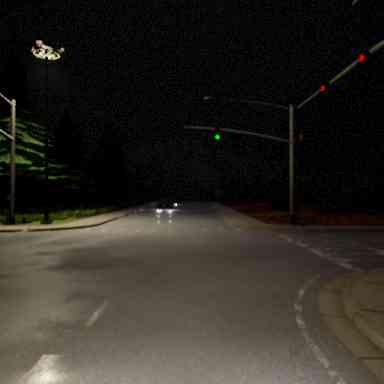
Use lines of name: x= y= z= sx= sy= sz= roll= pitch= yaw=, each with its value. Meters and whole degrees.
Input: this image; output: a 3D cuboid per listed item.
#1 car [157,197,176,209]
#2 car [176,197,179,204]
car: x=-3.575 y=1.508 z=44.824 sx=1.837 sy=1.490 sz=4.892 roll=0 pitch=0 yaw=0
car: x=-3.478 y=1.606 z=63.242 sx=2.033 sy=1.411 sz=5.357 roll=0 pitch=0 yaw=0
